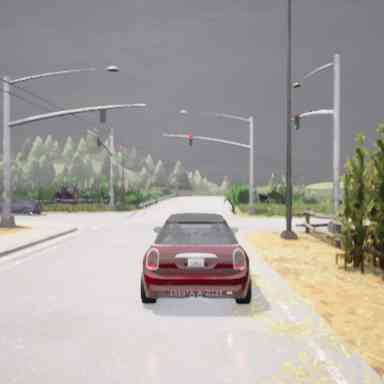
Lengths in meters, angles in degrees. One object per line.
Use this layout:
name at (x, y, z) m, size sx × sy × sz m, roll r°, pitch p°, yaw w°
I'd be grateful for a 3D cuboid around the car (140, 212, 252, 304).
car at (0.096, 1.260, 8.084) m, size 2.097 × 1.767 × 4.553 m, roll 0°, pitch 1°, yaw 1°

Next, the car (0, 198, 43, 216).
car at (-14.565, 1.220, 27.450) m, size 4.181 × 1.385 × 1.994 m, roll 0°, pitch 1°, yaw 3°
